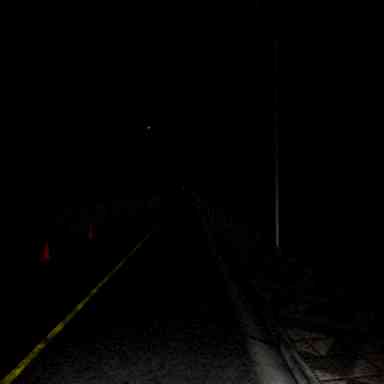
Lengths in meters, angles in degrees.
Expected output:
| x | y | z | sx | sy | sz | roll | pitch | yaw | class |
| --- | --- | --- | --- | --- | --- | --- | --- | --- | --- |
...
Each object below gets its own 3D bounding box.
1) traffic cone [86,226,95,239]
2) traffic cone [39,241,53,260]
| x | y | z | sx | sy | sz | roll | pitch | yaw | class |
| --- | --- | --- | --- | --- | --- | --- | --- | --- | --- |
| -4.977 | 1.975 | 16.321 | 0.340 | 0.580 | 0.340 | 0 | 0 | 0 | traffic cone |
| -4.951 | 1.977 | 11.320 | 0.340 | 0.580 | 0.340 | 0 | 0 | 0 | traffic cone |
